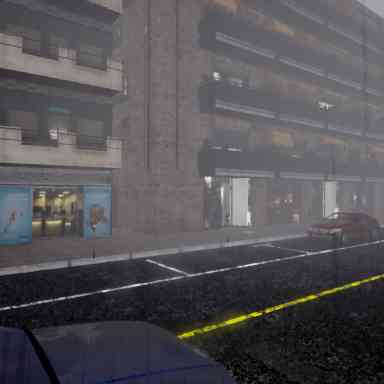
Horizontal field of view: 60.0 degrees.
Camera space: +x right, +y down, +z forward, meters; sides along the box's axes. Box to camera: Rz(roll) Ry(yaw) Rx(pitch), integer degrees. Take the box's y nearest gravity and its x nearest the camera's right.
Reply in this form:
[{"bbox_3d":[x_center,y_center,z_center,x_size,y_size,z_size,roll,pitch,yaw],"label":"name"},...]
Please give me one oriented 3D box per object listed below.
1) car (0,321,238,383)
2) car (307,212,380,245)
[{"bbox_3d":[-2.120,1.547,1.806,5.357,1.411,2.033,0,0,-35],"label":"car"},{"bbox_3d":[7.172,1.583,15.538,4.206,1.307,1.802,0,0,-35],"label":"car"}]
